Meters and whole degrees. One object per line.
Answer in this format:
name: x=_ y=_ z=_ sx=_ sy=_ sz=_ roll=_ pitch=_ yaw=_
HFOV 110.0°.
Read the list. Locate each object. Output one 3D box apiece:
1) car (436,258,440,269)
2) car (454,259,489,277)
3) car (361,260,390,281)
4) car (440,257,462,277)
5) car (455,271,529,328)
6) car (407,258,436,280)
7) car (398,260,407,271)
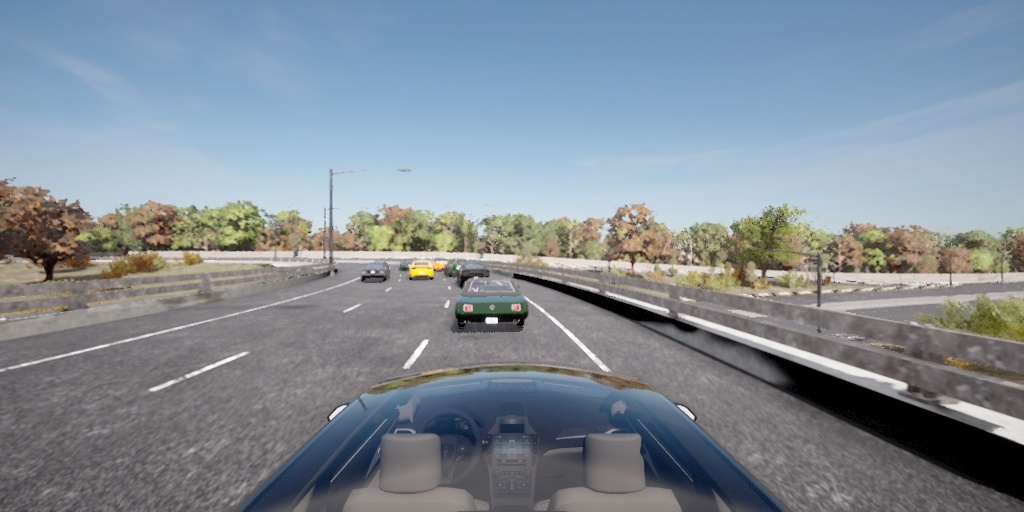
car: x=-9.350 y=0.971 z=45.358 sx=2.097 sy=1.767 sz=4.553 roll=0 pitch=0 yaw=-23
car: x=-2.671 y=1.159 z=24.078 sx=1.882 sy=1.535 sz=5.008 roll=0 pitch=0 yaw=-12
car: x=-10.818 y=1.221 z=28.610 sx=2.033 sy=1.411 sz=5.357 roll=0 pitch=0 yaw=-15
car: x=-5.334 y=1.002 z=34.467 sx=2.097 sy=1.767 sz=4.553 roll=0 pitch=0 yaw=-17
car: x=-0.678 y=1.322 z=11.213 sx=1.895 sy=1.301 sz=4.718 roll=0 pitch=0 yaw=-5
car: x=-7.797 y=1.142 z=30.705 sx=1.882 sy=1.535 sz=5.008 roll=0 pitch=0 yaw=-16
car: x=-13.230 y=1.185 z=45.497 sx=1.994 sy=1.385 sz=4.181 roll=0 pitch=0 yaw=-24
